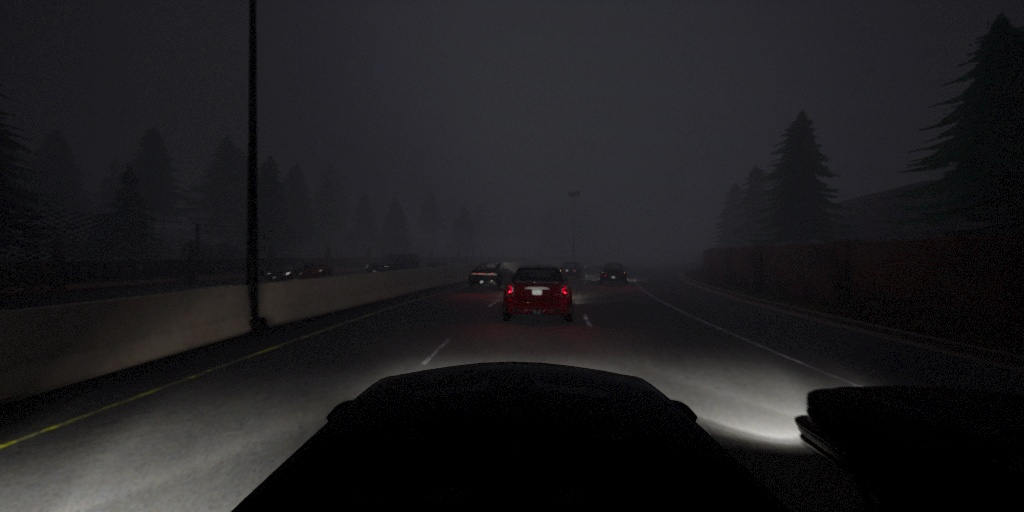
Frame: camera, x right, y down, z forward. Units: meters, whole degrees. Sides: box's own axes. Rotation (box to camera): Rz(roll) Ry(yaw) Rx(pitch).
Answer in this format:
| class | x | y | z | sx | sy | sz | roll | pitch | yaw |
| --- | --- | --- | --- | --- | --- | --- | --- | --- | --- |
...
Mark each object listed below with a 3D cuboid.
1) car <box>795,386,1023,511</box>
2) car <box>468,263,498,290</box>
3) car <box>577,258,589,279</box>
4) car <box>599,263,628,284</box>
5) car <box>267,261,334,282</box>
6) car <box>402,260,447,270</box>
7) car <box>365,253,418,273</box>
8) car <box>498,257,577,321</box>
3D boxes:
| class | x | y | z | sx | sy | sz | roll | pitch | yaw |
| --- | --- | --- | --- | --- | --- | --- | --- | --- | --- |
| car | 3.605 | 1.320 | 0.890 | 2.033 | 1.411 | 5.357 | 0 | 0 | 0 |
| car | -1.088 | 1.145 | 21.153 | 2.128 | 1.511 | 4.902 | 0 | 0 | 12 |
| car | 5.186 | 1.187 | 30.851 | 2.033 | 1.411 | 5.357 | 0 | 0 | 19 |
| car | 7.279 | 1.200 | 25.746 | 1.812 | 1.442 | 4.674 | 0 | 0 | 16 |
| car | -14.693 | 1.090 | 25.249 | 1.812 | 1.442 | 4.674 | 0 | 0 | 14 |
| car | -6.527 | 1.189 | 29.075 | 1.895 | 1.301 | 4.718 | 0 | 0 | 16 |
| car | -9.837 | 0.786 | 30.171 | 2.150 | 2.045 | 5.566 | 0 | 0 | 16 |
| car | 0.960 | 1.057 | 12.427 | 2.097 | 1.767 | 4.553 | 0 | 0 | 6 |
